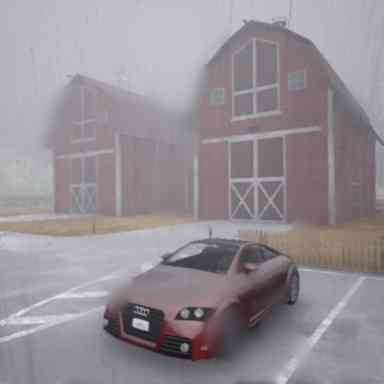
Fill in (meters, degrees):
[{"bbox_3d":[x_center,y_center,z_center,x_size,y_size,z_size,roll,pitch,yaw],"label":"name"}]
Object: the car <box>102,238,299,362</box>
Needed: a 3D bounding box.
[{"bbox_3d":[0.450,1.584,6.076,1.994,1.381,4.181,-1,0,35],"label":"car"}]
